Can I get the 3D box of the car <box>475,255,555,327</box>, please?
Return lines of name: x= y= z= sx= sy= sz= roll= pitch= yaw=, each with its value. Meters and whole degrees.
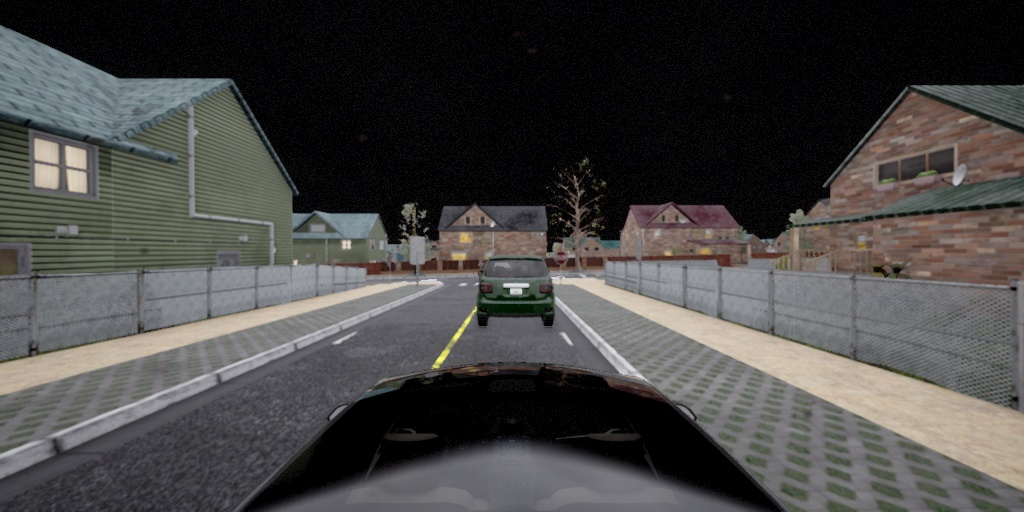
car: x=0.103 y=0.976 z=11.707 sx=2.150 sy=2.045 sz=5.566 roll=0 pitch=0 yaw=0

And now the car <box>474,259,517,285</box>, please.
car: x=-1.378 y=1.118 z=27.522 sx=2.097 sy=1.767 sz=4.553 roll=-1 pitch=0 yaw=-19

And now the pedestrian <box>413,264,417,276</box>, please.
pedestrian: x=-9.627 y=1.036 z=35.762 sx=0.375 sy=1.860 sz=0.375 roll=0 pitch=2 yaw=0
